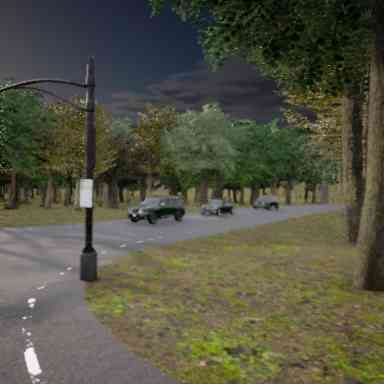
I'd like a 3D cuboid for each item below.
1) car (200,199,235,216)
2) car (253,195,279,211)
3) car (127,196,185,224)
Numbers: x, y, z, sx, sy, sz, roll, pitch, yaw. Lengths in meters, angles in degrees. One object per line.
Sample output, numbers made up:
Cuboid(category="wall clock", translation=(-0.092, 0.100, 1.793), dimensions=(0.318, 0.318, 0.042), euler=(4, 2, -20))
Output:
Cuboid(category="car", translation=(2.707, 1.534, 35.077), dimensions=(2.097, 1.767, 4.553), euler=(2, 1, 34))
Cuboid(category="car", translation=(10.489, 1.480, 46.768), dimensions=(2.150, 2.045, 5.566), euler=(2, 2, 33))
Cuboid(category="car", translation=(-2.723, 1.380, 26.879), dimensions=(2.150, 2.045, 5.566), euler=(2, 1, 34))
